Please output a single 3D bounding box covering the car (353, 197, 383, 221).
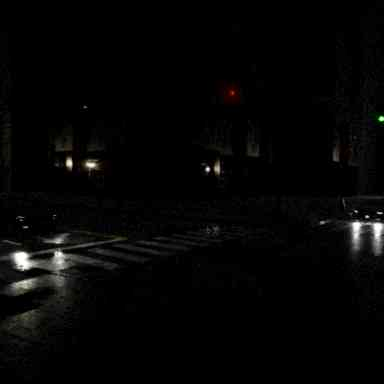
[{"bbox_3d":[13.103,1.198,23.621,2.033,1.411,5.357,2,2,40],"label":"car"}]

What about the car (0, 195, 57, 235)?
[{"bbox_3d":[-8.188,0.947,15.183,5.008,1.535,1.882,2,2,35],"label":"car"}]
